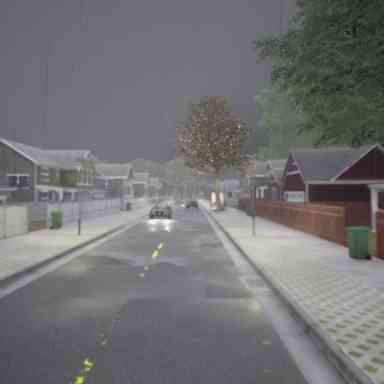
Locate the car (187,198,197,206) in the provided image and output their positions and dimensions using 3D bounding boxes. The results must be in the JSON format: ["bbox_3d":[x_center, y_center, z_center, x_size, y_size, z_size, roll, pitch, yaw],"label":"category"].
[{"bbox_3d":[0.037,1.905,63.832,1.837,1.490,4.892,0,0,0],"label":"car"}]

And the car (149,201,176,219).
[{"bbox_3d":[-2.826,1.743,30.919,1.994,1.385,4.181,0,0,0],"label":"car"}]

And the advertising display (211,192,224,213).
[{"bbox_3d":[3.040,1.261,39.716,1.540,2.440,0.280,0,0,0],"label":"advertising display"}]

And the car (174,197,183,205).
[{"bbox_3d":[-2.709,1.916,71.688,1.837,1.490,4.892,0,0,0],"label":"car"}]

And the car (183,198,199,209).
[{"bbox_3d":[0.045,1.817,50.644,1.837,1.490,4.892,0,0,0],"label":"car"}]
